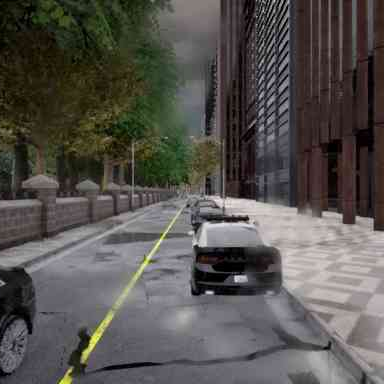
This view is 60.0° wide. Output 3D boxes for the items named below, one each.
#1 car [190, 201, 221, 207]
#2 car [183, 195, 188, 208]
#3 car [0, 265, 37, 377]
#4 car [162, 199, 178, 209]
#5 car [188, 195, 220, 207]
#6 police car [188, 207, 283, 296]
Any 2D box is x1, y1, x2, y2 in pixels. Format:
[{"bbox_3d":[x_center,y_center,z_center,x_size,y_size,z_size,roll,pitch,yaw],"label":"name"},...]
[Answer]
[{"bbox_3d":[0.960,1.494,18.700,1.837,1.490,4.892,0,0,0],"label":"car"},{"bbox_3d":[0.176,1.509,46.892,2.033,1.411,5.357,0,0,1],"label":"car"},{"bbox_3d":[-3.094,1.491,2.724,2.128,1.511,4.902,0,0,0],"label":"car"},{"bbox_3d":[-2.950,1.564,44.562,1.895,1.301,4.718,0,0,0],"label":"car"},{"bbox_3d":[0.981,1.334,24.670,2.097,1.767,4.553,0,0,0],"label":"car"},{"bbox_3d":[0.927,1.423,8.810,1.930,1.638,5.238,0,0,0],"label":"police car"}]
